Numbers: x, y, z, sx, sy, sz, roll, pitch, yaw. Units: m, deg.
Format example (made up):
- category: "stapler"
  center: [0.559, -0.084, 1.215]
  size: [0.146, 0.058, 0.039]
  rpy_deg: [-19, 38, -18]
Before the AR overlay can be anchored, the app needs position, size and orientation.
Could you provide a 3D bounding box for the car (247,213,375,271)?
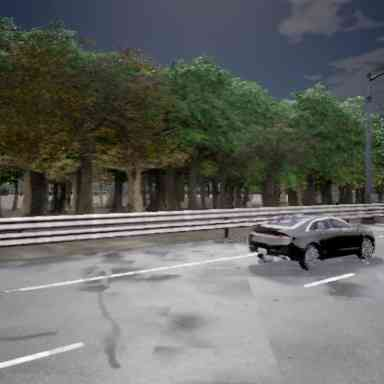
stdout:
- category: "car"
  center: [3.989, 1.453, 10.767]
  size: [4.902, 1.511, 2.128]
  rpy_deg: [0, 0, -34]
